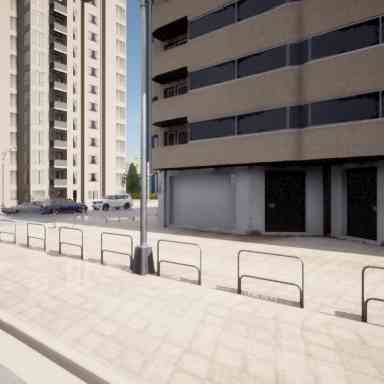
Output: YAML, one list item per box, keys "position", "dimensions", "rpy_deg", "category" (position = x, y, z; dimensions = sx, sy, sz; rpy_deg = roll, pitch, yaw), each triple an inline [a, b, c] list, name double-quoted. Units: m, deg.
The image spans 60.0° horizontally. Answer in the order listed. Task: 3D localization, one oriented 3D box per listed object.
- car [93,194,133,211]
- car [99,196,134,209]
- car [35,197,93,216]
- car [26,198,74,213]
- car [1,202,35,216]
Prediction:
- position: [-10.133, 1.277, 42.399]
  dimensions: [2.150, 2.045, 5.566]
  rpy_deg: [0, 0, 39]
  category: "car"
- position: [-10.710, 1.408, 47.271]
  dimensions: [2.097, 1.767, 4.553]
  rpy_deg: [0, 0, 39]
  category: "car"
- position: [-12.702, 1.408, 33.279]
  dimensions: [2.097, 1.767, 4.553]
  rpy_deg: [0, 0, 39]
  category: "car"
- position: [-16.816, 1.560, 39.632]
  dimensions: [1.837, 1.490, 4.892]
  rpy_deg: [0, 0, 39]
  category: "car"
- position: [-16.767, 1.656, 34.075]
  dimensions: [1.895, 1.301, 4.718]
  rpy_deg: [0, 0, 38]
  category: "car"
